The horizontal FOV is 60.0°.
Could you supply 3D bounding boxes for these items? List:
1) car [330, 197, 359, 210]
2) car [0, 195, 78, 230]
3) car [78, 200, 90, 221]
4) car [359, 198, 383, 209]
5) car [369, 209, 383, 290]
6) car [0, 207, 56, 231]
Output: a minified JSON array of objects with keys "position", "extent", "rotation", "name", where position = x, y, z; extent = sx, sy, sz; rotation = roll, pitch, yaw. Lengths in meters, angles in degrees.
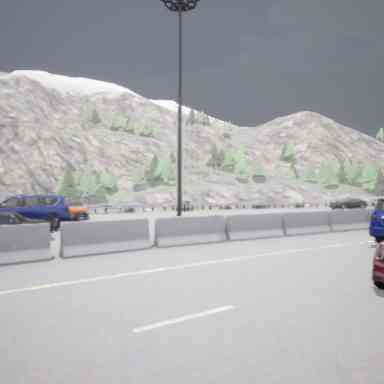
[{"position":[19.725,1.453,41.999],"extent":[5.008,1.535,1.882],"rotation":[0,0,-21],"name":"car"},{"position":[-9.632,1.170,18.484],"extent":[5.566,2.045,2.150],"rotation":[0,0,-34],"name":"car"},{"position":[-9.457,1.294,22.767],"extent":[4.553,1.767,2.097],"rotation":[0,0,-33],"name":"car"},{"position":[9.780,1.220,13.811],"extent":[5.566,2.045,2.150],"rotation":[0,0,-29],"name":"car"},{"position":[6.269,1.353,7.676],"extent":[4.553,1.767,2.097],"rotation":[0,0,-32],"name":"car"},{"position":[-8.879,1.557,14.761],"extent":[4.718,1.301,1.895],"rotation":[0,0,-34],"name":"car"}]
